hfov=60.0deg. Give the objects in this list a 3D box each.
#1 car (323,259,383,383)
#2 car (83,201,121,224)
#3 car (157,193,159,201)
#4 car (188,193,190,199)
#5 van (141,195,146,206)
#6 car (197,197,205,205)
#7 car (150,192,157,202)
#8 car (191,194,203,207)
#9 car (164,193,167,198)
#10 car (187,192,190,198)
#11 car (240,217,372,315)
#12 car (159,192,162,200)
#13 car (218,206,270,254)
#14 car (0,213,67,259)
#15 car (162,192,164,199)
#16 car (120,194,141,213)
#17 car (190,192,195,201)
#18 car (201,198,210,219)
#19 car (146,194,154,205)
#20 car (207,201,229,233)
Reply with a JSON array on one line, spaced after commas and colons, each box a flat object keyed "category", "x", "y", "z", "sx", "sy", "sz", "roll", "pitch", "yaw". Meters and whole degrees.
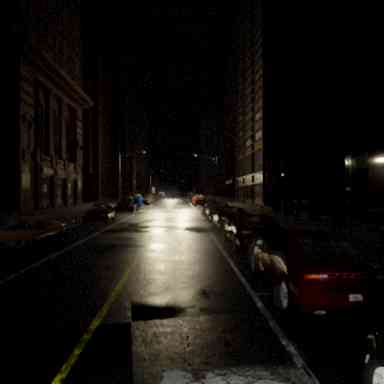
[{"category": "car", "x": 2.659, "y": 1.529, "z": 1.781, "sx": 2.008, "sy": 1.369, "sz": 4.403, "roll": 0, "pitch": 0, "yaw": -2}, {"category": "car", "x": -6.574, "y": 1.503, "z": 23.993, "sx": 1.802, "sy": 1.307, "sz": 4.206, "roll": 0, "pitch": 0, "yaw": -2}, {"category": "car", "x": -7.812, "y": 1.244, "z": 63.173, "sx": 1.752, "sy": 1.417, "sz": 4.829, "roll": 0, "pitch": 0, "yaw": -2}, {"category": "car", "x": 0.703, "y": 1.219, "z": 63.620, "sx": 1.887, "sy": 1.381, "sz": 4.507, "roll": 0, "pitch": 0, "yaw": -2}, {"category": "van", "x": -7.105, "y": 1.177, "z": 40.857, "sx": 1.690, "sy": 1.788, "sz": 3.998, "roll": 0, "pitch": 0, "yaw": -2}, {"category": "car", "x": 1.770, "y": 1.416, "z": 29.891, "sx": 1.947, "sy": 1.339, "sz": 4.313, "roll": 0, "pitch": 0, "yaw": -2}, {"category": "car", "x": -7.639, "y": 1.188, "z": 57.722, "sx": 1.967, "sy": 1.590, "sz": 4.097, "roll": 0, "pitch": 0, "yaw": -2}, {"category": "car", "x": 1.237, "y": 1.308, "z": 46.756, "sx": 1.887, "sy": 1.381, "sz": 4.507, "roll": 0, "pitch": 0, "yaw": -2}, {"category": "car", "x": -8.707, "y": 1.147, "z": 91.451, "sx": 1.802, "sy": 1.307, "sz": 4.206, "roll": 0, "pitch": 0, "yaw": -2}, {"category": "car", "x": 0.525, "y": 1.195, "z": 69.243, "sx": 2.008, "sy": 1.369, "sz": 4.403, "roll": 0, "pitch": 0, "yaw": -2}, {"category": "car", "x": 2.481, "y": 1.499, "z": 7.403, "sx": 1.887, "sy": 1.381, "sz": 4.507, "roll": 0, "pitch": 0, "yaw": -2}, {"category": "car", "x": -7.994, "y": 1.003, "z": 68.964, "sx": 2.192, "sy": 1.841, "sz": 5.009, "roll": 0, "pitch": 0, "yaw": -2}, {"category": "car", "x": 2.303, "y": 1.475, "z": 13.023, "sx": 1.887, "sy": 1.381, "sz": 4.507, "roll": 0, "pitch": 0, "yaw": -2}, {"category": "car", "x": -6.212, "y": 1.499, "z": 12.579, "sx": 1.752, "sy": 1.417, "sz": 4.829, "roll": 0, "pitch": 0, "yaw": -2}, {"category": "car", "x": -8.350, "y": 1.067, "z": 80.207, "sx": 1.967, "sy": 1.590, "sz": 4.097, "roll": 0, "pitch": 0, "yaw": -2}, {"category": "car", "x": -6.928, "y": 1.305, "z": 35.236, "sx": 1.967, "sy": 1.590, "sz": 4.097, "roll": 0, "pitch": 0, "yaw": -2}, {"category": "car", "x": 1.059, "y": 1.174, "z": 52.377, "sx": 1.967, "sy": 1.590, "sz": 4.097, "roll": 0, "pitch": 0, "yaw": -2}, {"category": "car", "x": 1.948, "y": 1.422, "z": 24.268, "sx": 1.887, "sy": 1.381, "sz": 4.507, "roll": 0, "pitch": 0, "yaw": -2}, {"category": "car", "x": -7.462, "y": 1.343, "z": 52.101, "sx": 1.947, "sy": 1.339, "sz": 4.313, "roll": 0, "pitch": 0, "yaw": -2}, {"category": "car", "x": 2.126, "y": 1.449, "z": 18.646, "sx": 1.887, "sy": 1.381, "sz": 4.507, "roll": 0, "pitch": 0, "yaw": -2}]
